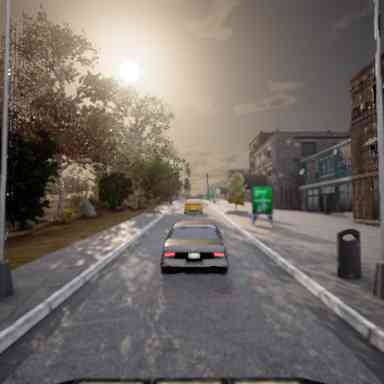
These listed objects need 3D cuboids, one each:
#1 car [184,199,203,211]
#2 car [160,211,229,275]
[{"bbox_3d":[0.171,1.524,36.726,1.882,1.535,5.008,0,0,0],"label":"car"},{"bbox_3d":[0.078,1.574,10.484,2.033,1.411,5.357,0,0,1],"label":"car"}]
